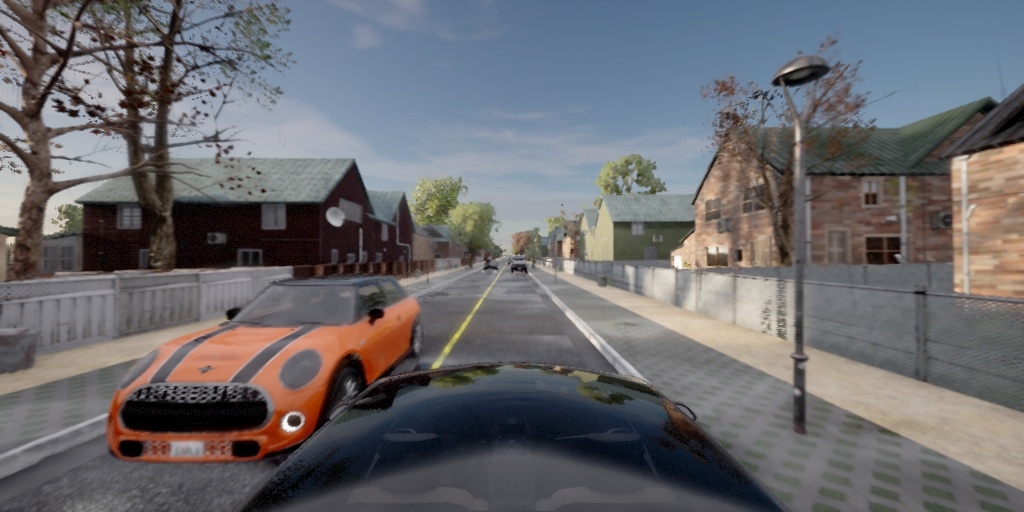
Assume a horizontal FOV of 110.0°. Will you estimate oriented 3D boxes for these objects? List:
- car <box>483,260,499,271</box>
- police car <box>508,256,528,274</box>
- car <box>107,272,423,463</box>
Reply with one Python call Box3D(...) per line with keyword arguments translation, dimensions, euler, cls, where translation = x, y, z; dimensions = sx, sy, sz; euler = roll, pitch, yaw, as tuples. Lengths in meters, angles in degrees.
Box3D(translation=(-2.807, 1.244, 48.362), dimensions=(1.837, 1.490, 4.892), euler=(0, 0, 0), cls="car")
Box3D(translation=(0.834, 1.166, 41.937), dimensions=(1.930, 1.638, 5.238), euler=(0, 0, 0), cls="police car")
Box3D(translation=(-2.849, 1.103, 5.389), dimensions=(2.097, 1.767, 4.553), euler=(0, 0, 0), cls="car")
